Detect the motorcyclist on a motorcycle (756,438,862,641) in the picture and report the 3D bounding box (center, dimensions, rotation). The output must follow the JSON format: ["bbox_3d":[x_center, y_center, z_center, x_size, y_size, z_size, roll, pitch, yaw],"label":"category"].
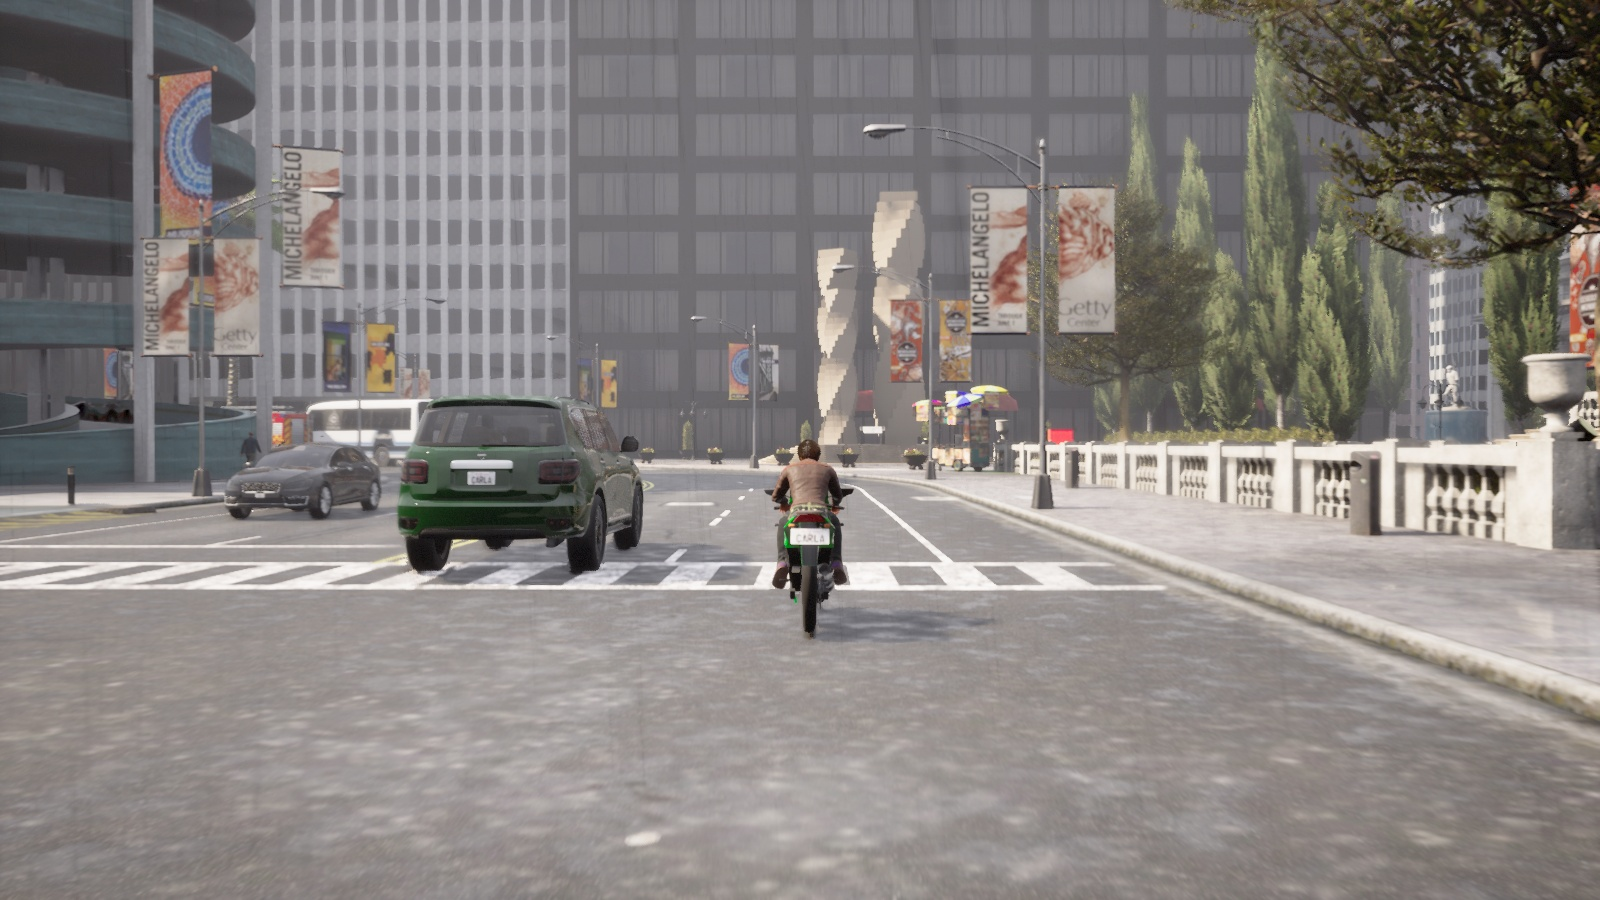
[{"bbox_3d":[0.075,0.670,10.455,0.797,1.523,2.044,0,0,0],"label":"motorcyclist on a motorcycle"}]

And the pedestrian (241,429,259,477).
[{"bbox_3d":[-21.121,0.114,48.227,0.402,1.842,0.726,0,0,-4],"label":"pedestrian"}]

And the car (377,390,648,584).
[{"bbox_3d":[-3.379,0.372,16.060,2.150,2.045,5.566,0,0,0],"label":"car"}]

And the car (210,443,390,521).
[{"bbox_3d":[-10.340,0.594,26.402,1.837,1.490,4.892,0,0,0],"label":"car"}]

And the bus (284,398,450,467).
[{"bbox_3d":[-27.929,-1.108,80.911,10.273,4.253,3.944,0,0,25],"label":"bus"}]

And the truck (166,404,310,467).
[{"bbox_3d":[-35.593,-0.895,79.586,8.468,3.827,2.891,0,0,16],"label":"truck"}]
